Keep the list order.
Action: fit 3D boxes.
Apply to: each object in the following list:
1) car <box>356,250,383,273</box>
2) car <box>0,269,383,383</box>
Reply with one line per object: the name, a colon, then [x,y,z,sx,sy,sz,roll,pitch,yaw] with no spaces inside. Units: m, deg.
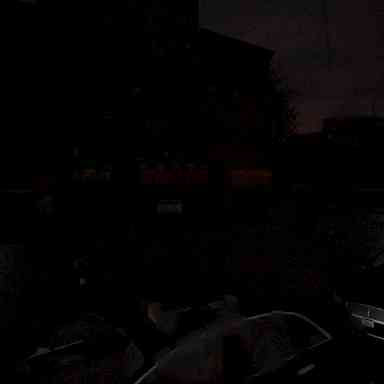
car: [4.172,1.549,5.801,4.403,1.369,2.008,0,-2,-35]
car: [-0.268,1.550,2.643,4.403,1.369,2.008,0,-2,-35]
